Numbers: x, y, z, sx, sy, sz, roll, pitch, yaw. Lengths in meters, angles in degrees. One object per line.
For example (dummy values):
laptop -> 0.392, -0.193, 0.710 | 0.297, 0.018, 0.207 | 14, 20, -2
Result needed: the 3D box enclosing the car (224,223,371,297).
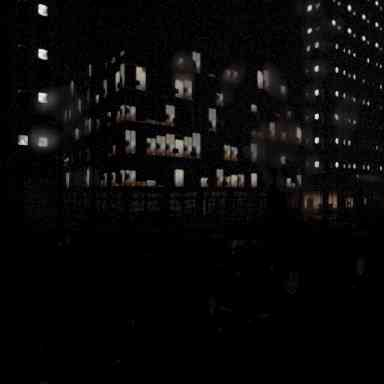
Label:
car -> 2.837, 1.542, 8.575 | 4.507, 1.381, 1.887 | 0, 0, -35
